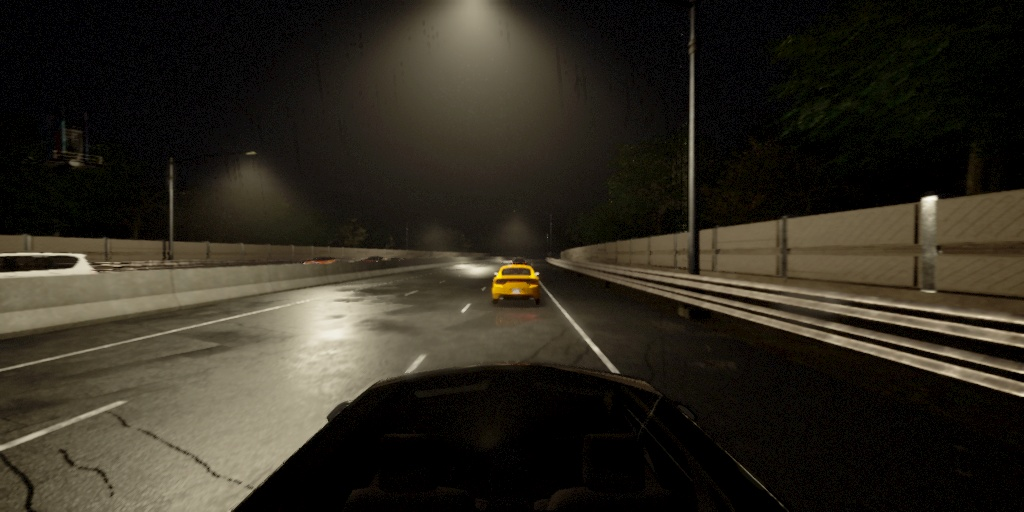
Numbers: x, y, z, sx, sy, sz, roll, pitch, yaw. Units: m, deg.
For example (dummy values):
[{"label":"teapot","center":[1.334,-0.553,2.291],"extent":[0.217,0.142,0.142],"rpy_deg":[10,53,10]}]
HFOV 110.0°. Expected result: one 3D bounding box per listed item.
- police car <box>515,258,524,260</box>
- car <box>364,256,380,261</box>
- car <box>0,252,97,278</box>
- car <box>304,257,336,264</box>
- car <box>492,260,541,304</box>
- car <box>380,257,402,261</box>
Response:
[{"label":"police car","center":[0.978,1.048,46.799],"extent":[2.038,1.542,4.974],"rpy_deg":[0,0,2]},{"label":"car","center":[-19.966,0.832,51.845],"extent":[2.097,1.767,4.553],"rpy_deg":[0,0,3]},{"label":"car","center":[-17.539,0.883,11.866],"extent":[2.150,2.045,5.566],"rpy_deg":[0,0,1]},{"label":"car","center":[-23.775,0.850,44.597],"extent":[2.097,1.767,4.553],"rpy_deg":[0,0,2]},{"label":"car","center":[0.197,1.137,15.804],"extent":[1.882,1.535,5.008],"rpy_deg":[0,0,1]},{"label":"car","center":[-16.495,1.037,51.330],"extent":[2.033,1.411,5.357],"rpy_deg":[0,0,3]}]
